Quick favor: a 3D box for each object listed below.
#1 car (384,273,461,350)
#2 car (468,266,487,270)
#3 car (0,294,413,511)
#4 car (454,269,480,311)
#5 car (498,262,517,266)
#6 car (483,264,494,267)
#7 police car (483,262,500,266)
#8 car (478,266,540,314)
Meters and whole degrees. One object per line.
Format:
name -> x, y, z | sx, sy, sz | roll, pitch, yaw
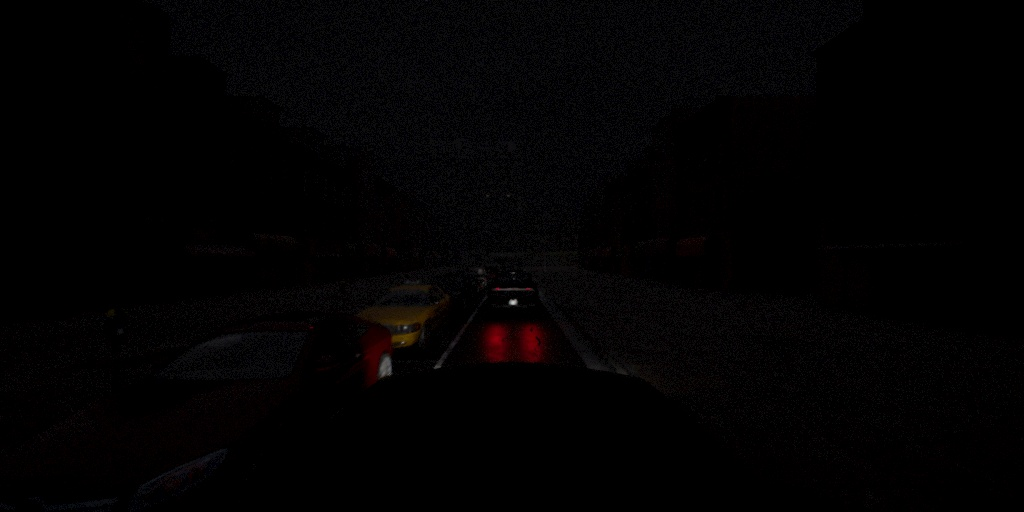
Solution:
car -> -2.632, 1.338, 9.300 | 1.751, 1.417, 4.829 | 0, 0, 0
car -> -2.623, 1.466, 20.374 | 1.948, 1.339, 4.313 | 0, 0, 0
car -> -2.636, 1.351, 4.018 | 1.802, 1.307, 4.207 | 0, 0, 0
car -> -2.628, 1.422, 14.922 | 1.948, 1.339, 4.313 | 0, 0, 0
car -> 0.069, 1.478, 29.315 | 1.837, 1.490, 4.892 | 0, 0, 0
car -> -2.619, 1.495, 25.826 | 2.007, 1.370, 4.403 | 0, 0, 0
police car -> -2.717, 1.527, 45.293 | 1.930, 1.638, 5.238 | 0, 0, 0
car -> 0.057, 1.342, 14.247 | 2.128, 1.511, 4.902 | 0, 0, 0
